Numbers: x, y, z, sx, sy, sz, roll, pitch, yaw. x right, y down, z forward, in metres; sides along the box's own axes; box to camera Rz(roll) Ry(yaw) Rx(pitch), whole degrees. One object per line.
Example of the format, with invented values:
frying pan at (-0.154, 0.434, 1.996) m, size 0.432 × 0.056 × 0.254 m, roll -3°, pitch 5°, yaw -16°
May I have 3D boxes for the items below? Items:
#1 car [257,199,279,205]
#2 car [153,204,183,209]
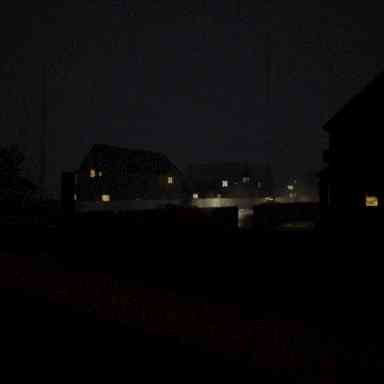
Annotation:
car at (10.753, 1.787, 46.617) m, size 2.128 × 1.511 × 4.902 m, roll 0°, pitch 0°, yaw 35°
car at (-2.151, 1.707, 28.351) m, size 1.994 × 1.385 × 4.181 m, roll 0°, pitch 0°, yaw 35°
